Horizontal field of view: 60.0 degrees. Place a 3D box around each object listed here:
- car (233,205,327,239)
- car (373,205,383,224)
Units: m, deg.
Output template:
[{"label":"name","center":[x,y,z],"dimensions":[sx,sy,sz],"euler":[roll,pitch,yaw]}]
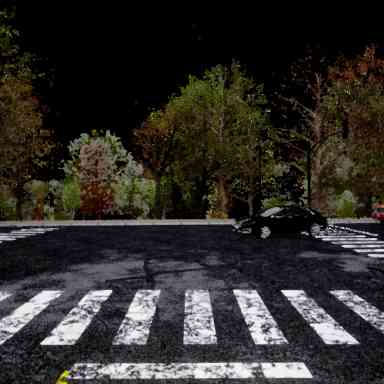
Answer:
[{"label":"car","center":[4.420,1.454,16.654],"dimensions":[4.892,1.490,1.837],"euler":[0,-2,-19]},{"label":"car","center":[14.641,1.127,21.176],"dimensions":[5.566,2.045,2.150],"euler":[-1,-1,1]}]
